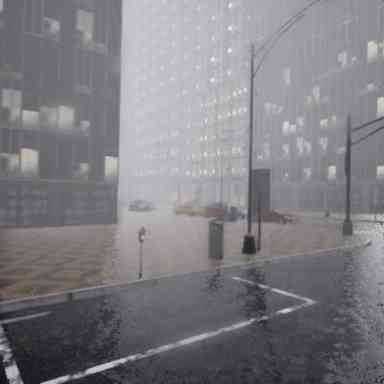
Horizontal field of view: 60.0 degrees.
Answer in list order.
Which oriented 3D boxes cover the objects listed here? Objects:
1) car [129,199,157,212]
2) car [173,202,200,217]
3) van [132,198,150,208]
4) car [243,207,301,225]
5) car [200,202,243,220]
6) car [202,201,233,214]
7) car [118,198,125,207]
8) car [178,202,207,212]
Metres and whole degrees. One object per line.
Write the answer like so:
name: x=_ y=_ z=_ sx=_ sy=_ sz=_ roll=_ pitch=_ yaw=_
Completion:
car: x=-6.771 y=1.866 z=44.066 sx=1.967 sy=1.590 sz=4.097 roll=1 pitch=-1 yaw=-35
car: x=-0.163 y=1.840 z=34.608 sx=1.752 sy=1.417 sz=4.829 roll=1 pitch=-1 yaw=-35
van: x=-9.669 y=2.132 z=62.840 sx=1.690 sy=1.788 sz=3.998 roll=1 pitch=-1 yaw=-35
car: x=6.250 y=1.789 z=25.429 sx=1.802 sy=1.307 sz=4.206 roll=1 pitch=-1 yaw=-35
car: x=2.995 y=1.702 z=30.090 sx=1.967 sy=1.590 sz=4.097 roll=1 pitch=-1 yaw=-35
car: x=3.353 y=2.012 z=44.205 sx=1.967 sy=1.590 sz=4.097 roll=1 pitch=-1 yaw=-35
car: x=-16.180 y=2.216 z=72.158 sx=2.192 sy=1.841 sz=5.009 roll=1 pitch=-1 yaw=-35
car: x=-0.001 y=2.154 z=49.001 sx=1.752 sy=1.417 sz=4.829 roll=1 pitch=-1 yaw=-35
